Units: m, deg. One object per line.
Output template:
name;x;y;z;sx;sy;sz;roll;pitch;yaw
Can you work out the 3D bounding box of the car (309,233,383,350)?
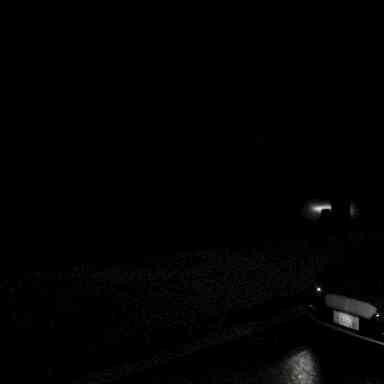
car;4.102;1.492;5.983;4.902;1.511;2.128;0;0;-35
